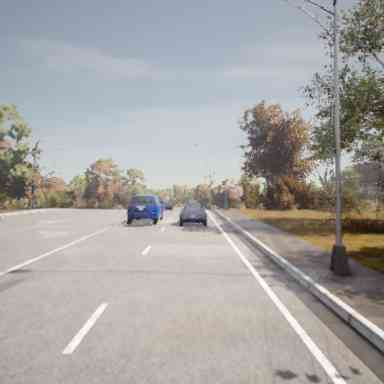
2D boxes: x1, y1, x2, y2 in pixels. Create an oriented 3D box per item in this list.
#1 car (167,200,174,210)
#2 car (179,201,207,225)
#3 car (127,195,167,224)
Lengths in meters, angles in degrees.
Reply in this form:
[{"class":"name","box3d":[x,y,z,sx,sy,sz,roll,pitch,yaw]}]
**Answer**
[{"class":"car","box3d":[-3.389,1.667,42.762,1.994,1.385,4.181,0,-2,0]},{"class":"car","box3d":[0.086,1.580,24.202,1.994,1.385,4.181,0,0,0]},{"class":"car","box3d":[-3.415,1.240,24.940,2.150,2.045,5.566,0,0,0]}]
